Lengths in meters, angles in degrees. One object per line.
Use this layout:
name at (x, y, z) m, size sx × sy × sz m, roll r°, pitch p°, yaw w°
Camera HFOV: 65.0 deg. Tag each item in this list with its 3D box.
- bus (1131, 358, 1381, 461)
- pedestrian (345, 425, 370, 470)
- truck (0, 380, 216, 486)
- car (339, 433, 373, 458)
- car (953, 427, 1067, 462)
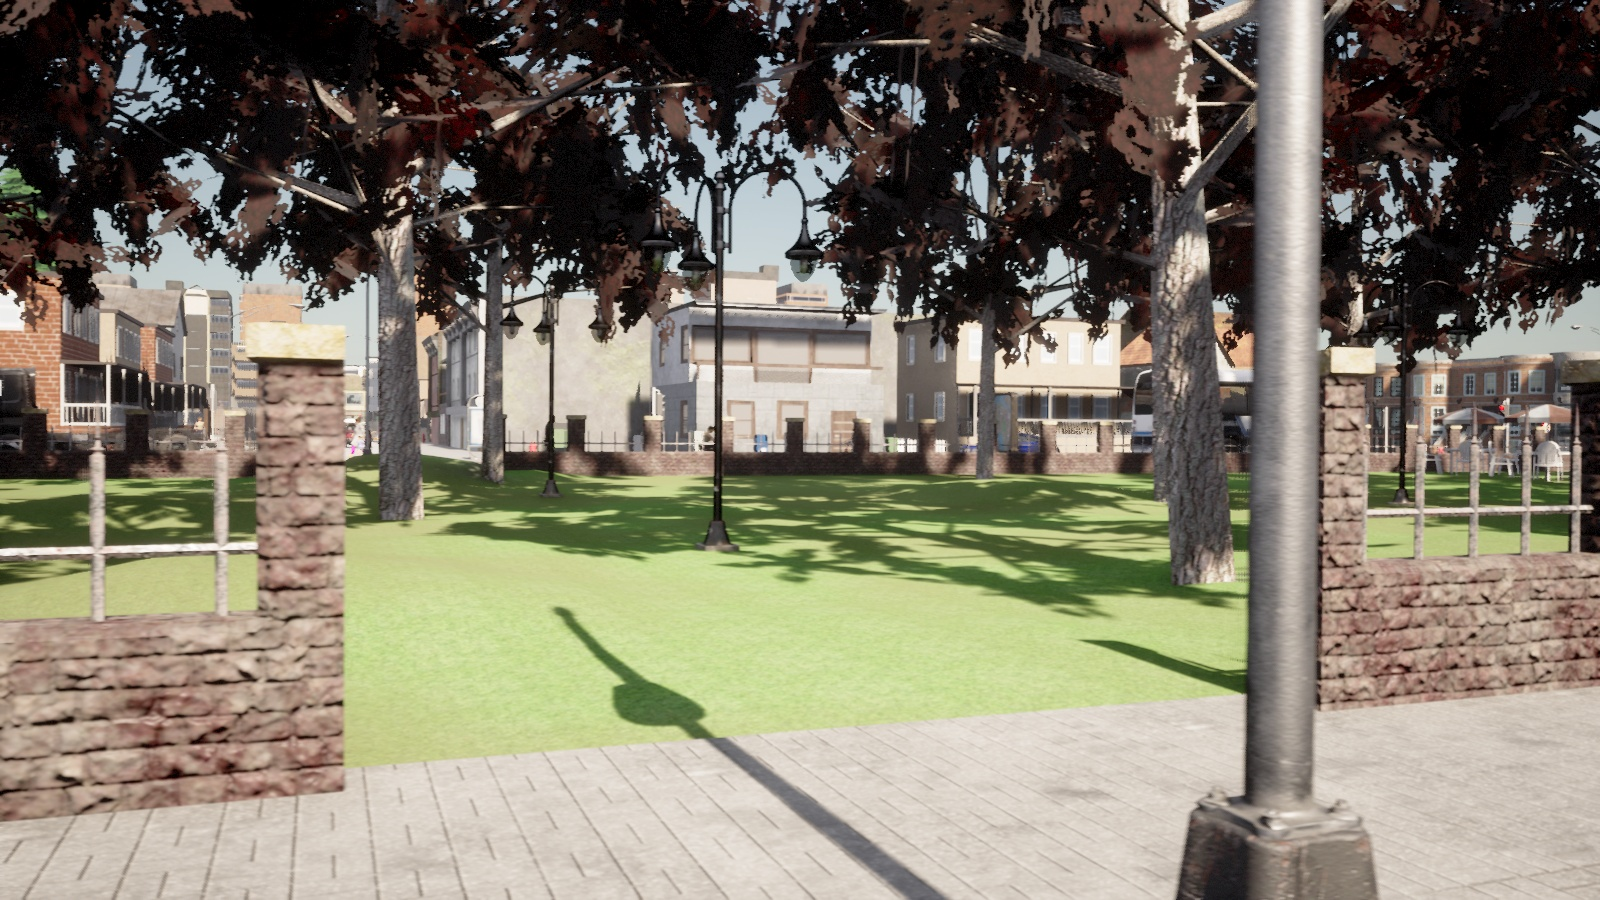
bus at (20.177, -1.788, 55.589) m, size 10.273 × 4.253 × 3.944 m, roll -1°, pitch 1°, yaw -21°
pedestrian at (-19.563, -0.103, 55.539) m, size 0.873 × 1.952 × 0.659 m, roll -1°, pitch 1°, yaw -31°
truck at (-24.781, -0.612, 43.660) m, size 7.936 × 3.462 × 2.891 m, roll -1°, pitch 1°, yaw -28°
car at (-30.121, -0.338, 85.168) m, size 2.033 × 1.649 × 4.856 m, roll -1°, pitch 1°, yaw -21°
car at (9.326, -0.249, 55.765) m, size 4.674 × 1.442 × 1.812 m, roll -1°, pitch 1°, yaw -21°
